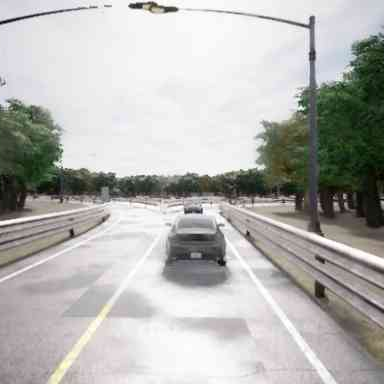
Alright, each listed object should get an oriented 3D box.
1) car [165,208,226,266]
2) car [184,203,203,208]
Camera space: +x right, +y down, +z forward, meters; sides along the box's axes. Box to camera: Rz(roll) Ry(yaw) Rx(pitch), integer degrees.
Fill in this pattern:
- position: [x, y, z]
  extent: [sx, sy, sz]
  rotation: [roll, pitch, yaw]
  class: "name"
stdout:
- position: [0.115, 1.523, 11.693]
  extent: [1.837, 1.490, 4.892]
  rotation: [1, 0, 0]
  class: "car"
- position: [0.178, 1.733, 34.112]
  extent: [1.895, 1.301, 4.718]
  rotation: [0, -1, 1]
  class: "car"
